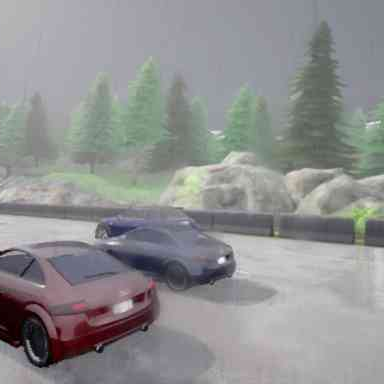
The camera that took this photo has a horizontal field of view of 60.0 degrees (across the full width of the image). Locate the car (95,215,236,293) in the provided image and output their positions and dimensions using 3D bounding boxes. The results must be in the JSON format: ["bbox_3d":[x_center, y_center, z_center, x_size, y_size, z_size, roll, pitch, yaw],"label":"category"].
[{"bbox_3d":[-0.935,1.555,8.941,4.181,1.385,1.994,0,0,36],"label":"car"}]

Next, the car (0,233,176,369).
[{"bbox_3d":[-2.572,1.553,5.801,4.181,1.385,1.994,0,0,36],"label":"car"}]

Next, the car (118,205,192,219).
[{"bbox_3d":[-2.034,1.335,14.051,4.553,1.767,2.097,0,0,36],"label":"car"}]
